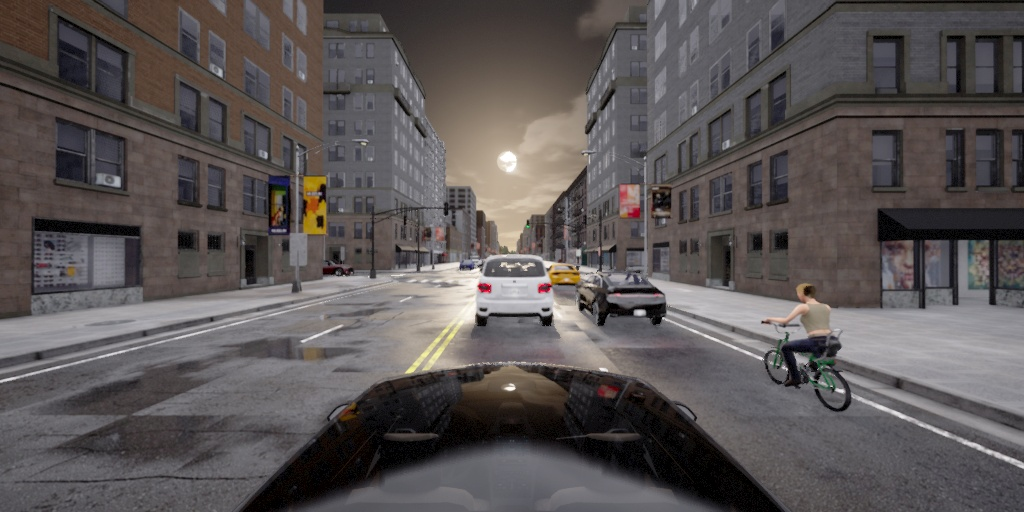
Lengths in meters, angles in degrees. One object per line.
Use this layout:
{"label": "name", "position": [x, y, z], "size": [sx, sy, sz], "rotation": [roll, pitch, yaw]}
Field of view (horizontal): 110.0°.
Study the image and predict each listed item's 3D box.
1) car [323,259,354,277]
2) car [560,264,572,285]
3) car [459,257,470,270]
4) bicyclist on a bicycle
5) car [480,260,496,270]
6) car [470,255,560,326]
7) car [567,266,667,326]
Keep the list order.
{"label": "car", "position": [-18.203, 1.112, 35.720], "size": [4.553, 1.767, 2.097], "rotation": [0, 0, -1]}
{"label": "car", "position": [3.221, 1.248, 23.565], "size": [1.882, 1.535, 5.008], "rotation": [0, 0, 0]}
{"label": "car", "position": [-6.746, 1.282, 53.989], "size": [1.882, 1.535, 5.008], "rotation": [0, 0, 0]}
{"label": "bicyclist on a bicycle", "position": [4.122, 1.189, 5.103], "size": [0.866, 1.612, 1.509], "rotation": [0, 0, 0]}
{"label": "car", "position": [-3.487, 1.367, 52.982], "size": [1.994, 1.385, 4.181], "rotation": [0, 0, 0]}
{"label": "car", "position": [0.070, 0.982, 11.824], "size": [2.150, 2.045, 5.566], "rotation": [0, 0, 0]}
{"label": "car", "position": [3.314, 1.251, 11.706], "size": [2.128, 1.511, 4.902], "rotation": [0, 0, 0]}
